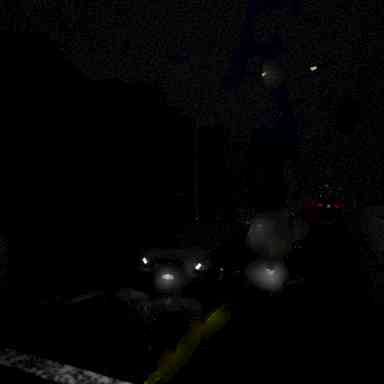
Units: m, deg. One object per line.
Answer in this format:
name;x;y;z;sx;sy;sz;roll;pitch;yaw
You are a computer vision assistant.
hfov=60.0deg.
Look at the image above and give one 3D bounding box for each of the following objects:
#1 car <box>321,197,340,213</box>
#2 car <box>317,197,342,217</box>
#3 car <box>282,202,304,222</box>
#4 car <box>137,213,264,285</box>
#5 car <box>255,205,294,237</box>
car;18.580;1.660;44.610;2.150;2.045;5.566;1;-1;23
car;14.469;1.525;34.979;2.150;2.045;5.566;1;-1;24
car;8.368;1.667;28.115;1.837;1.490;4.892;1;0;23
car;0.516;1.551;9.955;2.033;1.411;5.357;1;0;23
car;4.232;1.622;18.542;1.994;1.385;4.181;1;0;24
